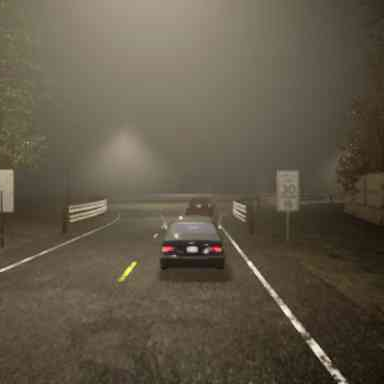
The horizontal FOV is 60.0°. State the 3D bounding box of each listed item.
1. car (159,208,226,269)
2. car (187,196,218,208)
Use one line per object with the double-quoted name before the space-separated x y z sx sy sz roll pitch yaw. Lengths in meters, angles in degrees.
"car" 0.023 1.458 10.780 2.033 1.411 5.357 0 0 0
"car" 0.914 1.123 27.653 2.097 1.767 4.553 0 0 11
